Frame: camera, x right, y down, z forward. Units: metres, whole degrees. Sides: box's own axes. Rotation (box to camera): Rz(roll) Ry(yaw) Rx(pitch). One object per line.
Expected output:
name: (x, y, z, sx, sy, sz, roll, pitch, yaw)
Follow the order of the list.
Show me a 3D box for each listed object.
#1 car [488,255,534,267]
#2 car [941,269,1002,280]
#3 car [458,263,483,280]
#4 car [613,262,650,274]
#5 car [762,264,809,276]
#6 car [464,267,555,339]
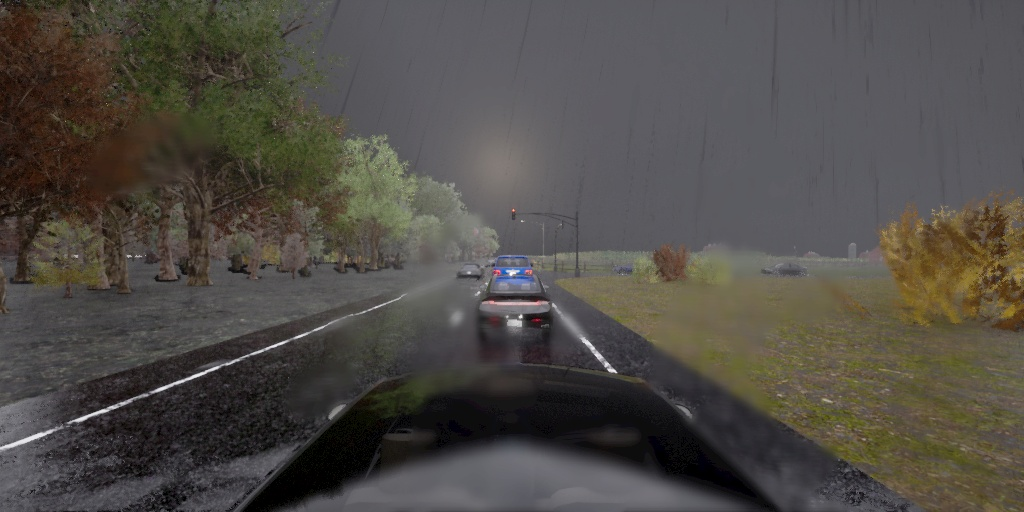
car: (0.037, 0.976, 20.045, 2.150, 2.045, 5.566, 0, 0, 0)
car: (51.211, 1.834, 39.662, 4.674, 1.442, 1.812, 1, -1, 1)
car: (-3.507, 1.321, 31.296, 1.994, 1.385, 4.181, 0, 0, 0)
car: (14.671, 1.497, 43.463, 4.674, 1.442, 1.812, 1, -1, 2)
car: (32.959, 1.673, 43.309, 4.892, 1.490, 1.837, 1, -1, 0)
car: (0.074, 1.244, 10.128, 2.128, 1.511, 4.902, 0, 0, 0)
